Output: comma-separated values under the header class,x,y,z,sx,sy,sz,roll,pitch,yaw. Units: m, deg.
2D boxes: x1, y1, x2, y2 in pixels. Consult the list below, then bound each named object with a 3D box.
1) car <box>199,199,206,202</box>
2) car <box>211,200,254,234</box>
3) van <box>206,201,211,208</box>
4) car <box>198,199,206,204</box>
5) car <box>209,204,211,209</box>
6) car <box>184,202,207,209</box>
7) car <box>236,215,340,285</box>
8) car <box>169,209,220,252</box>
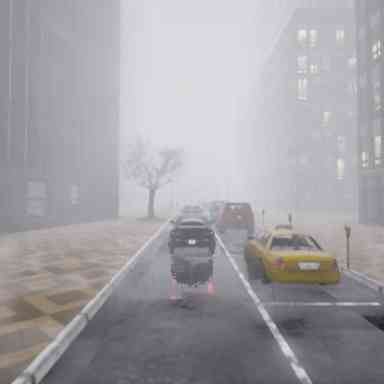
class,x,y,z,sx,sy,sz,roll,pitch,yaw
car,2.574,2.087,54.010,1.887,1.381,4.507,1,-1,0
car,2.581,1.515,20.610,2.192,1.841,5.009,1,-1,0
van,2.580,1.652,31.744,1.690,1.788,3.998,1,-1,0
car,2.569,2.497,87.411,1.802,1.307,4.206,1,-1,0
car,2.576,1.837,26.175,1.802,1.307,4.206,1,-1,0
car,-0.002,1.831,29.011,2.033,1.411,5.357,0,-1,0
car,2.579,1.619,9.644,1.752,1.417,4.829,1,-1,0
car,0.002,1.665,14.394,1.812,1.442,4.674,0,0,0
